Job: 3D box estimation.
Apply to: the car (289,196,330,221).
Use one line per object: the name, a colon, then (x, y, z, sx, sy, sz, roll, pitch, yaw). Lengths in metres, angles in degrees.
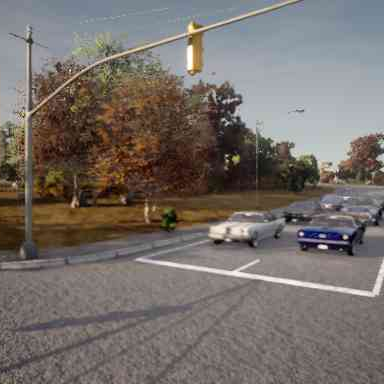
car: (7.845, 1.313, 23.149, 2.033, 1.411, 5.357, 0, 2, 33)

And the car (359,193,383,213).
car: (16.840, 0.911, 30.640, 2.033, 1.411, 5.357, 0, 3, 33)

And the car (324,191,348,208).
car: (13.192, 0.939, 31.423, 1.812, 1.442, 4.674, 0, 3, 33)

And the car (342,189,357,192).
car: (18.838, 0.413, 40.120, 2.128, 1.511, 4.902, 0, 3, 33)

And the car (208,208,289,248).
car: (2.588, 1.557, 14.978, 1.895, 1.301, 4.718, 0, 1, 33)

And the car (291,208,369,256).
car: (5.685, 1.561, 13.324, 1.895, 1.301, 4.718, 0, 1, 33)

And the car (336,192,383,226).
car: (11.084, 1.111, 21.710, 2.097, 1.767, 4.553, 0, 2, 33)
